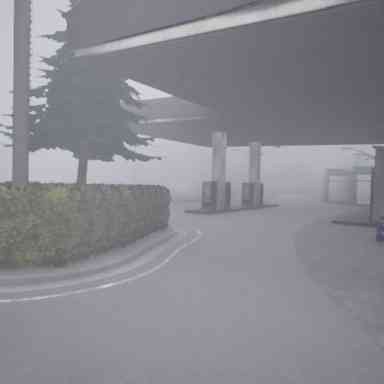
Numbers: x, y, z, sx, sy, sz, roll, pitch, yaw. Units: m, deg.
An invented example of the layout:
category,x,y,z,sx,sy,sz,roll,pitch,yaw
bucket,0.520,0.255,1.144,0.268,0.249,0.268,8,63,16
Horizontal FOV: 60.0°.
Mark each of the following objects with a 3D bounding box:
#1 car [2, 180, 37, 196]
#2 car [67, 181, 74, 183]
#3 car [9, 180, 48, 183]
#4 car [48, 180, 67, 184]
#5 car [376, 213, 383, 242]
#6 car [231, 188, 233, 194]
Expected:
category,x,y,z,sx,sy,sz,roll,pitch,yaw
car,-22.101,-0.589,42.549,4.605,1.855,1.932,3,2,35
car,-25.839,-1.436,68.179,4.605,1.855,1.932,3,2,35
car,-17.552,-0.280,35.343,3.866,1.878,1.905,3,2,35
car,-27.170,-1.415,65.563,3.866,1.878,1.905,3,2,35
car,9.941,1.425,15.399,2.242,1.667,4.611,3,2,35
car,6.247,-0.360,68.388,4.514,1.523,2.007,3,2,35
